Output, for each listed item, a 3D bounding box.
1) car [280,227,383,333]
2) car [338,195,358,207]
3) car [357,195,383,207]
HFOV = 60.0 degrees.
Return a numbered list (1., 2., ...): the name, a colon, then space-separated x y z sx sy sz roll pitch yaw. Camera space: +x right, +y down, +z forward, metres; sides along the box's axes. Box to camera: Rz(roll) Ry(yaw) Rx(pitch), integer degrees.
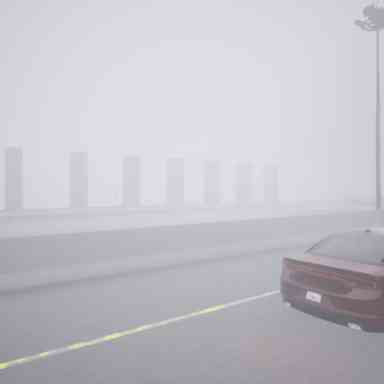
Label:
1. car: 3.874 1.431 6.507 5.008 1.535 1.882 0 0 -35
2. car: 22.154 1.186 46.183 4.902 1.511 2.128 -1 0 -37
3. car: 24.238 1.243 43.373 5.357 1.411 2.033 0 0 -37
